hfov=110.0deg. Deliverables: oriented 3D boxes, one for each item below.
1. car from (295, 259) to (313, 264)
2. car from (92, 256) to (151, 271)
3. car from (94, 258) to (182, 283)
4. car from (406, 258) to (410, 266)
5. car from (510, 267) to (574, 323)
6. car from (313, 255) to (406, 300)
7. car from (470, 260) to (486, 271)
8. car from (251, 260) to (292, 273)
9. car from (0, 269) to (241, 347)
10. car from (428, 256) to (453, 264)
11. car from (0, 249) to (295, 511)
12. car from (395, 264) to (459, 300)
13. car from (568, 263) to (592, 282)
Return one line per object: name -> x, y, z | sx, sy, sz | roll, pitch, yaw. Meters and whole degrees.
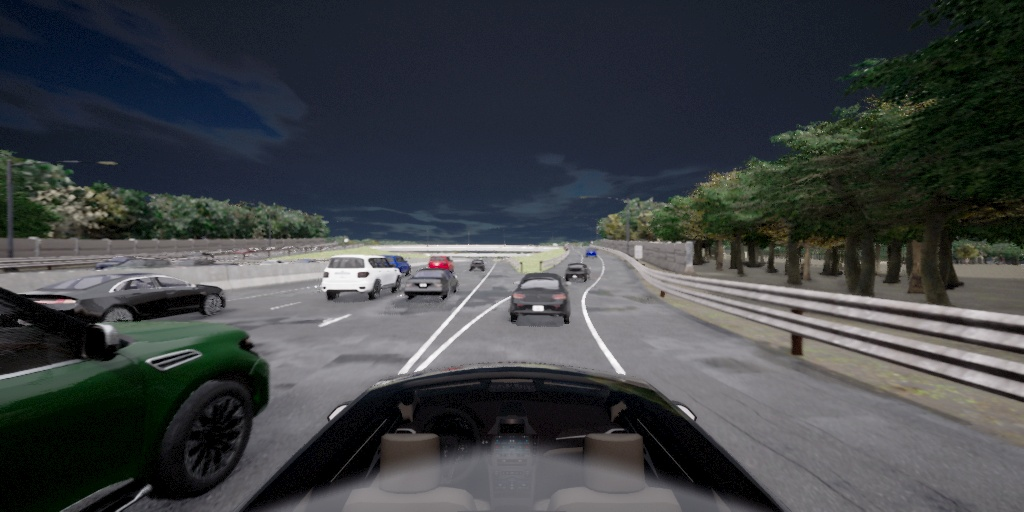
car -> -25.565, 1.178, 44.044 | 1.882, 1.535, 5.008 | 0, 0, -1
car -> -42.624, 0.785, 39.340 | 2.033, 1.411, 5.357 | 0, 1, -19
car -> -28.670, 1.035, 27.747 | 2.097, 1.767, 4.553 | 1, -1, -1
car -> -11.109, 0.971, 33.331 | 2.150, 2.045, 5.566 | 0, 0, -1
car -> 1.039, 1.290, 12.205 | 1.812, 1.442, 4.674 | 0, 0, 8
car -> -7.262, 0.968, 17.911 | 2.150, 2.045, 5.566 | 0, 0, -1
car -> -4.596, 1.245, 48.493 | 1.837, 1.490, 4.892 | 0, 0, -2
car -> -29.050, 1.218, 43.506 | 1.812, 1.442, 4.674 | 0, 0, -1
car -> -10.607, 1.222, 10.204 | 2.128, 1.511, 4.902 | 0, 0, -1
car -> -7.756, 0.983, 39.304 | 2.150, 2.045, 5.566 | 0, 0, -1
car -> -3.534, 0.962, 1.295 | 2.150, 2.045, 5.566 | 0, 0, -1
car -> -3.858, 1.302, 17.852 | 2.033, 1.411, 5.357 | 0, 0, -1
car -> 5.700, 1.360, 30.929 | 1.837, 1.490, 4.892 | 0, 1, 17
